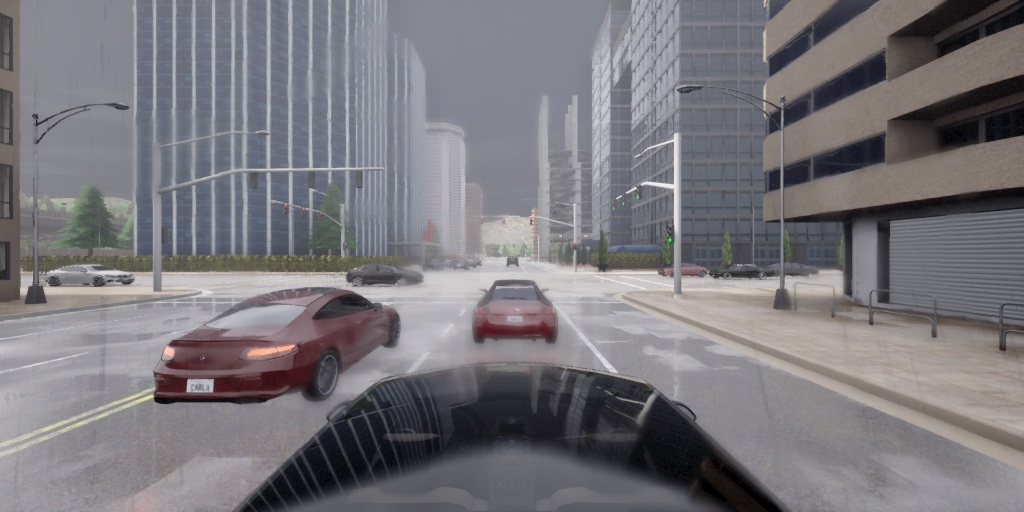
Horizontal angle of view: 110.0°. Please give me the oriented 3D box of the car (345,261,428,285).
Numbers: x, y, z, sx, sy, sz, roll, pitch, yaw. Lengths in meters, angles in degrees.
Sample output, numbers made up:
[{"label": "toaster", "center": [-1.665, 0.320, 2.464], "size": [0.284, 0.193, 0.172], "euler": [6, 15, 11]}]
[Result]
[{"label": "car", "center": [-8.336, 1.254, 23.597], "size": [4.892, 1.490, 1.837], "euler": [0, 0, 1]}]

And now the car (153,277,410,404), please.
[{"label": "car", "center": [-3.441, 1.276, 6.280], "size": [1.812, 1.442, 4.674], "euler": [0, 0, 0]}]

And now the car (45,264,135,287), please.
[{"label": "car", "center": [-28.004, 1.276, 23.826], "size": [4.674, 1.442, 1.812], "euler": [0, 0, 0]}]

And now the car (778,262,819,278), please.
[{"label": "car", "center": [25.795, 1.297, 33.944], "size": [5.357, 1.411, 2.033], "euler": [0, 0, 1]}]

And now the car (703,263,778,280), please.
[{"label": "car", "center": [19.371, 1.351, 30.511], "size": [4.718, 1.301, 1.895], "euler": [0, 0, 1]}]

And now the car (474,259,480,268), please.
[{"label": "car", "center": [-7.057, 1.275, 60.841], "size": [1.812, 1.442, 4.674], "euler": [0, 0, 1]}]

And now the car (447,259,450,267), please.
[{"label": "car", "center": [-10.568, 1.276, 58.177], "size": [1.812, 1.442, 4.674], "euler": [0, 0, 1]}]

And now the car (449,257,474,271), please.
[{"label": "car", "center": [-7.071, 1.241, 50.886], "size": [2.128, 1.511, 4.902], "euler": [0, 0, 0]}]

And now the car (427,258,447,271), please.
[{"label": "car", "center": [-10.575, 1.102, 48.361], "size": [2.097, 1.767, 4.553], "euler": [0, 0, 0]}]

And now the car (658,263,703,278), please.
[{"label": "car", "center": [16.148, 1.314, 34.047], "size": [4.181, 1.385, 1.994], "euler": [0, 0, 1]}]

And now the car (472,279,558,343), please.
[{"label": "car", "center": [0.079, 1.314, 9.669], "size": [1.994, 1.385, 4.181], "euler": [0, 0, 0]}]
